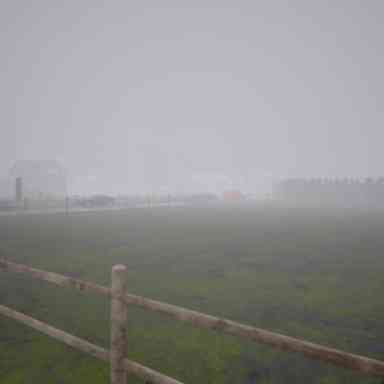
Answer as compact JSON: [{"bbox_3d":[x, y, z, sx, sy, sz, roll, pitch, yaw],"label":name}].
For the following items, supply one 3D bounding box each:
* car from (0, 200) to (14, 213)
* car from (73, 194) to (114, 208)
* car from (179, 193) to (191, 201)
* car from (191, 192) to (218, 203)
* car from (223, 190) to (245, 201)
[{"bbox_3d":[-18.263,1.109,28.436,2.033,1.411,5.357,0,0,33],"label":"car"},{"bbox_3d":[-11.355,0.982,38.566,1.882,1.535,5.008,0,1,35],"label":"car"},{"bbox_3d":[-0.190,0.900,54.766,2.128,1.511,4.902,0,0,35],"label":"car"},{"bbox_3d":[2.353,0.771,53.447,2.097,1.767,4.553,0,0,35],"label":"car"},{"bbox_3d":[7.868,0.587,61.595,2.150,2.045,5.566,0,1,34],"label":"car"}]
